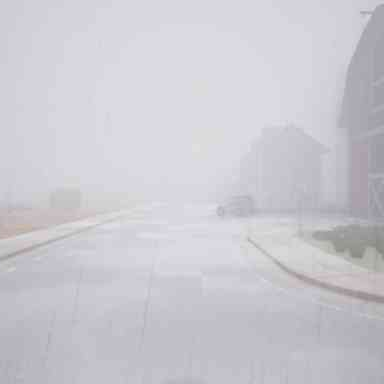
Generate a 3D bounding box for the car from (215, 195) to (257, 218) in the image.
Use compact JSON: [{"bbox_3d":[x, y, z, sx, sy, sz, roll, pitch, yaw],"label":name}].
[{"bbox_3d":[4.091,1.268,30.603,1.905,1.878,3.866,-7,3,-42],"label":"car"}]
